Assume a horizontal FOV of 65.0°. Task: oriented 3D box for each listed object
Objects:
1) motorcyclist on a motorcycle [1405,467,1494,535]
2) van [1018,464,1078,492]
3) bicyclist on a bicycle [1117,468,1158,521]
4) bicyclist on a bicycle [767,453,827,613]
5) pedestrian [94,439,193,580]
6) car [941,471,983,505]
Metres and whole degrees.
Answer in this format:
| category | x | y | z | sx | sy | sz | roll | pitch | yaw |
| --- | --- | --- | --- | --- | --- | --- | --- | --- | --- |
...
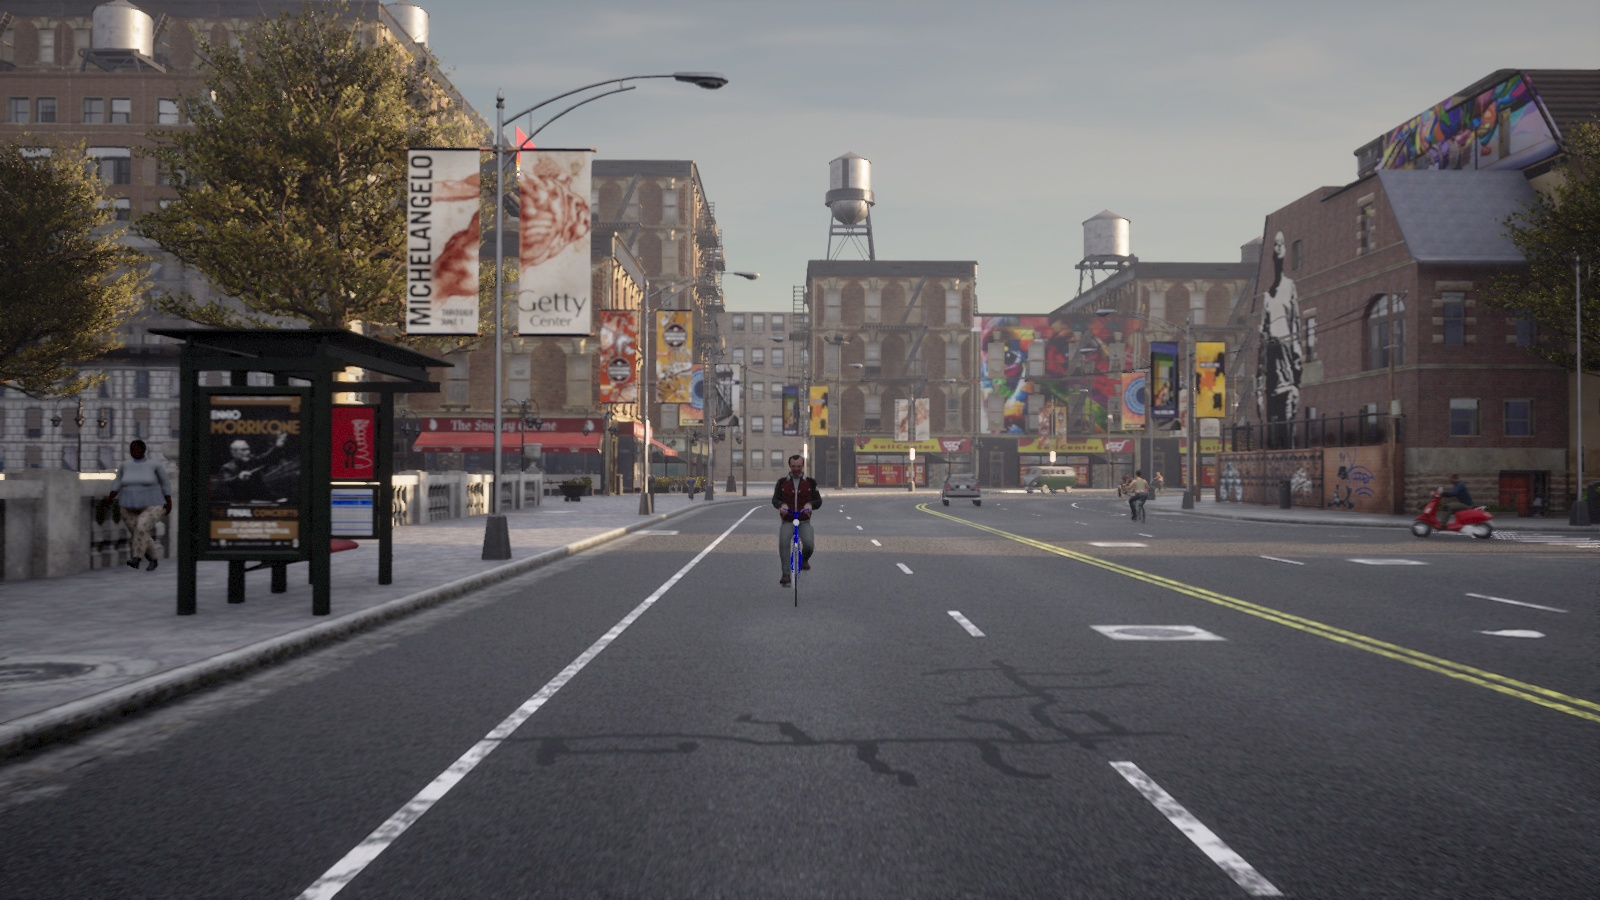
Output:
| category | x | y | z | sx | sy | sz | roll | pitch | yaw |
| --- | --- | --- | --- | --- | --- | --- | --- | --- | --- |
| motorcyclist on a motorcycle | 15.617 | 1.219 | 30.231 | 1.817 | 1.590 | 0.866 | -1 | -3 | 23 |
| van | 18.028 | 2.044 | 91.316 | 4.442 | 1.987 | 1.775 | 1 | -1 | -37 |
| bicyclist on a bicycle | 10.400 | 1.367 | 38.763 | 0.866 | 1.612 | 1.509 | 0 | -1 | 0 |
| bicyclist on a bicycle | -0.037 | 0.938 | 14.890 | 0.659 | 1.776 | 1.843 | 0 | -1 | 0 |
| pedestrian | -8.903 | 0.797 | 17.074 | 0.874 | 1.855 | 0.900 | 0 | -1 | -1 |
| car | 7.528 | 1.757 | 58.610 | 1.789 | 1.549 | 3.705 | 0 | -1 | 5 |
